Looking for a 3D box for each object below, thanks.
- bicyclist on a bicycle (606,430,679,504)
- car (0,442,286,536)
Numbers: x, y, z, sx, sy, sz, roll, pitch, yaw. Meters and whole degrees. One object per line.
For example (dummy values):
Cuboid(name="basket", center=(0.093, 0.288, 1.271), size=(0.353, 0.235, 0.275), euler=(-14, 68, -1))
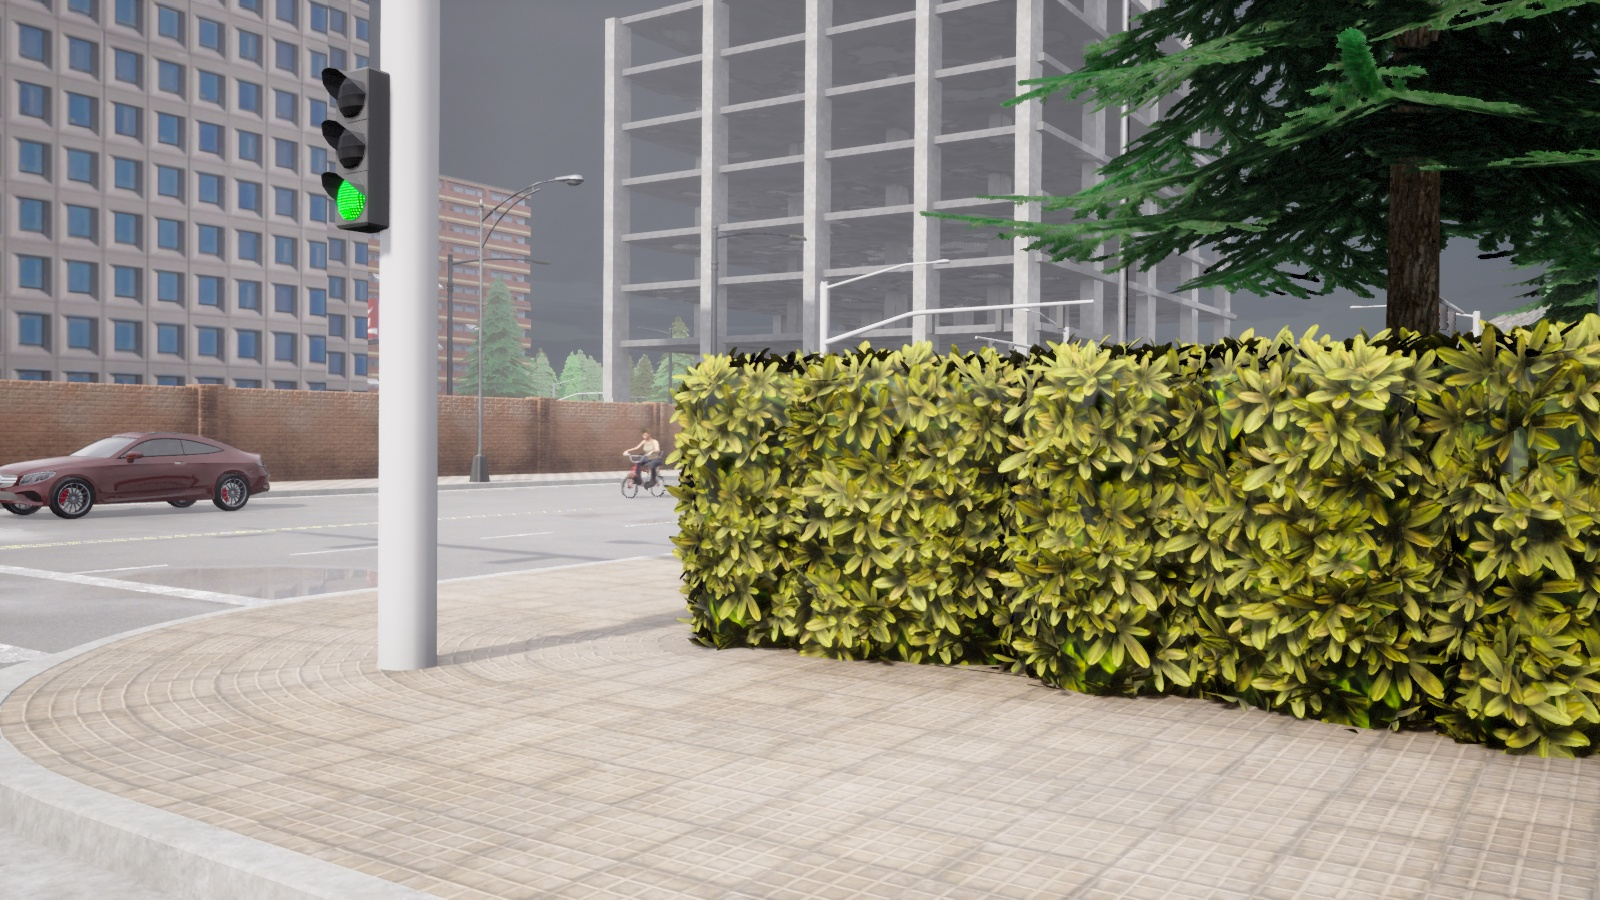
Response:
Cuboid(name="bicyclist on a bicycle", center=(-3.580, 0.365, 28.611), size=(0.866, 1.612, 1.509), euler=(0, 1, 34))
Cuboid(name="car", center=(-11.841, 0.613, 22.469), size=(1.812, 1.442, 4.674), euler=(0, 1, 33))
